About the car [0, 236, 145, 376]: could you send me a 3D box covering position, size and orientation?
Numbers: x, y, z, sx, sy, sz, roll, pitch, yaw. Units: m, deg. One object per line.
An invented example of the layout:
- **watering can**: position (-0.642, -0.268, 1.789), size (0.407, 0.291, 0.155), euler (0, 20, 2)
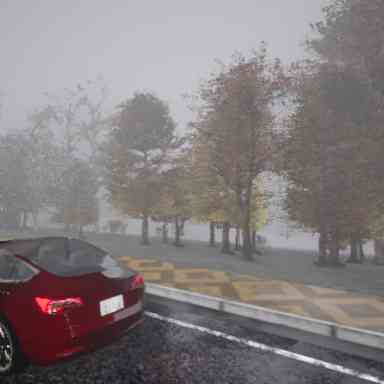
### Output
- **car**: position (-2.943, 1.498, 5.638), size (4.792, 1.488, 2.163), euler (0, 0, 35)
